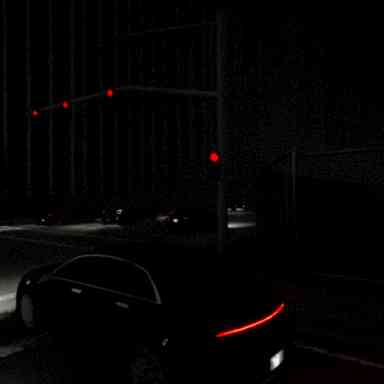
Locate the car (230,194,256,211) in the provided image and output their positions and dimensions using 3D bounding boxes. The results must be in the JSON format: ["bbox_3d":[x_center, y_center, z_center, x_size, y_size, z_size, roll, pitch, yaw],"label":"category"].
[{"bbox_3d":[6.875,1.293,41.981,2.150,2.045,5.566,0,0,36],"label":"car"}]

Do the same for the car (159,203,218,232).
[{"bbox_3d":[0.246,1.587,20.455,1.994,1.385,4.181,0,0,36],"label":"car"}]

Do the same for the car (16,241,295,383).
[{"bbox_3d":[-0.945,1.529,5.081,4.892,1.490,1.837,-1,0,41],"label":"car"}]

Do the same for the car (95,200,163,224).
[{"bbox_3d":[-4.767,1.424,25.756,2.097,1.767,4.553,0,0,36],"label":"car"}]

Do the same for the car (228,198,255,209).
[{"bbox_3d":[7.286,1.600,48.518,1.837,1.490,4.892,0,0,36],"label":"car"}]

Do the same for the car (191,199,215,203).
[{"bbox_3d":[0.700,1.619,33.374,2.033,1.411,5.357,0,0,35],"label":"car"}]

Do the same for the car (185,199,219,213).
[{"bbox_3d":[1.278,1.621,40.178,1.812,1.442,4.674,0,0,36],"label":"car"}]

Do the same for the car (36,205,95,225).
[{"bbox_3d":[-9.314,1.697,25.415,1.895,1.301,4.718,0,0,36],"label":"car"}]
